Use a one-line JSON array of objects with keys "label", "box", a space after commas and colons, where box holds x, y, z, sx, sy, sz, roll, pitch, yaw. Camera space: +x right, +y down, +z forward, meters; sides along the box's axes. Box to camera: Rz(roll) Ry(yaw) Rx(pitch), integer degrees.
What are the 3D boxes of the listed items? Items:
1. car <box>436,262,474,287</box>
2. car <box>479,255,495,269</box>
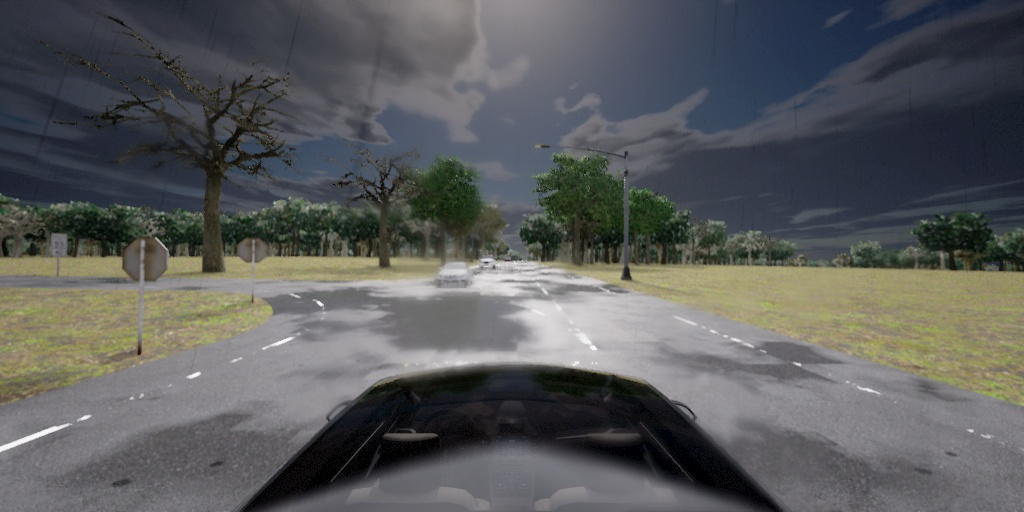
[{"label": "car", "box": [-3.513, 1.119, 22.795, 1.812, 1.442, 4.674, 1, -1, 0]}, {"label": "car", "box": [-3.613, 0.841, 52.757, 2.150, 2.045, 5.566, 0, 0, 0]}]
